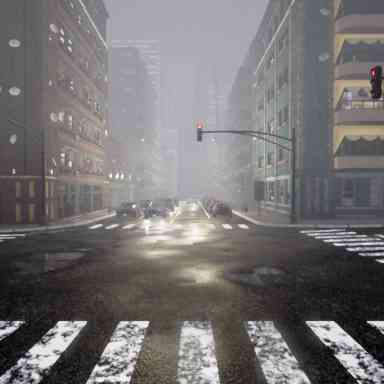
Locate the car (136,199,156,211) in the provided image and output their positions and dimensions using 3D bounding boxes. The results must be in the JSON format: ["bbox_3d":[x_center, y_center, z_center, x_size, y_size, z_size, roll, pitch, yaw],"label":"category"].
[{"bbox_3d":[-5.666,1.572,41.364,1.947,1.339,4.313,0,0,0],"label":"car"}]

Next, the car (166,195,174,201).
[{"bbox_3d":[-5.635,1.561,85.382,1.752,1.417,4.829,0,0,0],"label":"car"}]

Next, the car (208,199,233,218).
[{"bbox_3d":[2.707,1.584,30.299,1.802,1.307,4.206,0,0,0],"label":"car"}]

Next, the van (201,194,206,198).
[{"bbox_3d":[2.721,1.353,52.393,1.690,1.788,3.998,0,0,0],"label":"van"}]

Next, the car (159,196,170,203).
[{"bbox_3d":[-5.646,1.604,68.982,1.802,1.307,4.206,0,0,0],"label":"car"}]

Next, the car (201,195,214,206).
[{"bbox_3d":[2.719,1.554,46.869,1.887,1.381,4.507,0,0,0],"label":"car"}]

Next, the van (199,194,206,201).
[{"bbox_3d":[2.745,1.377,85.534,1.690,1.788,3.998,-1,0,0],"label":"van"}]

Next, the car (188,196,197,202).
[{"bbox_3d":[0.052,1.451,69.792,1.895,1.301,4.718,0,0,0],"label":"car"}]

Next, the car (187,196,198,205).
[{"bbox_3d":[0.044,1.542,59.757,1.812,1.442,4.674,0,0,0],"label":"car"}]

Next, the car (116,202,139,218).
[{"bbox_3d":[-5.674,1.568,30.317,1.947,1.339,4.313,0,0,0],"label":"car"}]

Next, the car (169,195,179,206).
[{"bbox_3d":[-3.045,1.503,52.262,2.128,1.511,4.902,0,0,0],"label":"car"}]

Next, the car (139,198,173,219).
[{"bbox_3d":[-3.079,1.549,29.823,2.033,1.411,5.357,0,0,0],"label":"car"}]

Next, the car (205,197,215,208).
[{"bbox_3d":[2.711,1.570,35.822,1.947,1.339,4.313,0,0,0],"label":"car"}]

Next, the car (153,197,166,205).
[{"bbox_3d":[-5.654,1.560,57.935,1.887,1.381,4.507,0,0,0],"label":"car"}]

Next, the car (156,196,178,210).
[{"bbox_3d":[-3.068,1.510,39.941,1.837,1.490,4.892,0,0,0],"label":"car"}]
